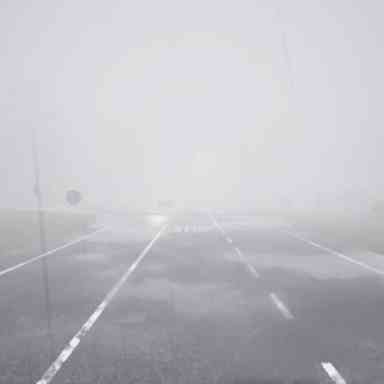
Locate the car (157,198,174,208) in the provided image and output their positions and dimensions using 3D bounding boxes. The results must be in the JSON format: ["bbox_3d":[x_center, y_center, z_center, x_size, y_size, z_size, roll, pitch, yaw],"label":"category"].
[{"bbox_3d":[-3.549,1.518,45.138,1.994,1.385,4.181,0,-1,0],"label":"car"}]
